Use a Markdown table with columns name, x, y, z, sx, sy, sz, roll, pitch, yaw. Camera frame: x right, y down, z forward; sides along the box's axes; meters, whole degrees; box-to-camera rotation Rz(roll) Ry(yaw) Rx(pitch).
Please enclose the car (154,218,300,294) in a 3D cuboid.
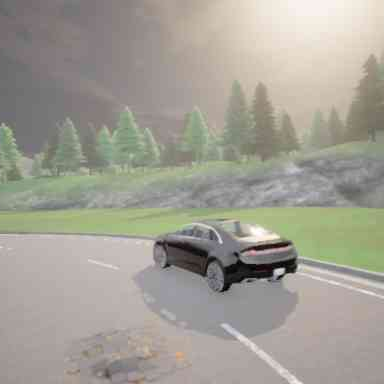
| name | x | y | z | sx | sy | sz | roll | pitch | yaw |
| --- | --- | --- | --- | --- | --- | --- | --- | --- | --- |
| car | 0.573 | 1.469 | 8.939 | 2.128 | 1.511 | 4.902 | -2 | 0 | -30 |
